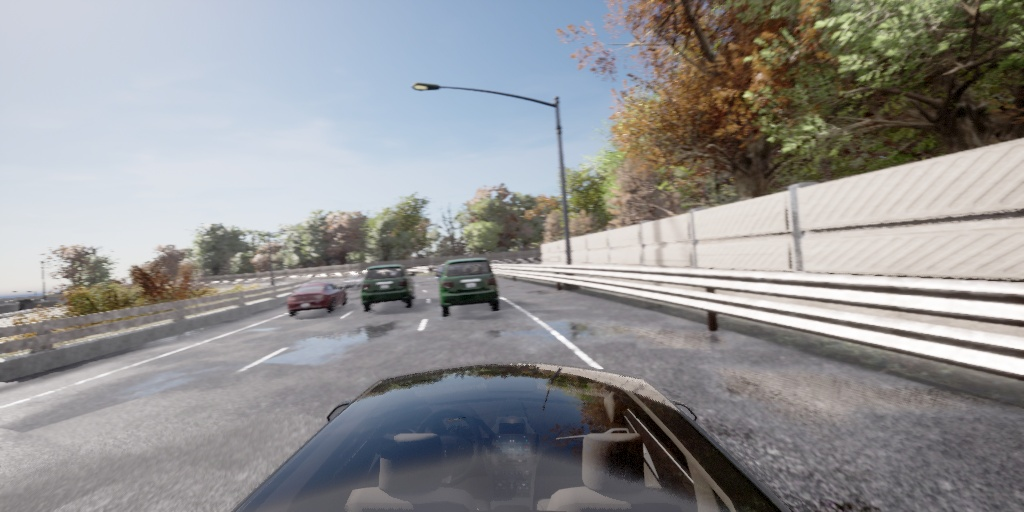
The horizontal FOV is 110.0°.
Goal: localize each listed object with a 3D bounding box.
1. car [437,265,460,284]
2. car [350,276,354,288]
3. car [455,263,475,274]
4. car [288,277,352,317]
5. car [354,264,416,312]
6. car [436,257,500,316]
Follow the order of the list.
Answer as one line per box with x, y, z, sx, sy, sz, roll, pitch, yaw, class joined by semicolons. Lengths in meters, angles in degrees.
-6.319;1.776;35.218;1.882;1.535;5.008;-4;0;-13;car
-15.663;2.628;35.840;1.895;1.301;4.718;-4;0;-24;car
-7.421;1.948;56.750;1.812;1.442;4.674;-5;0;9;car
-9.687;2.056;18.075;1.812;1.442;4.674;-4;0;-13;car
-6.098;1.471;18.063;2.150;2.045;5.566;-4;0;-13;car
-1.910;1.140;14.918;2.150;2.045;5.566;-4;0;-11;car
